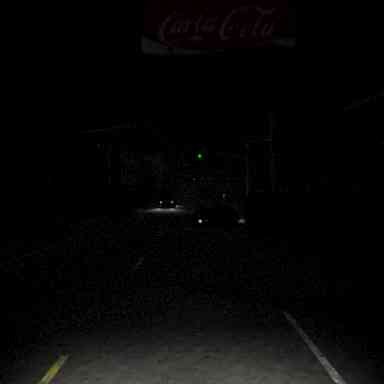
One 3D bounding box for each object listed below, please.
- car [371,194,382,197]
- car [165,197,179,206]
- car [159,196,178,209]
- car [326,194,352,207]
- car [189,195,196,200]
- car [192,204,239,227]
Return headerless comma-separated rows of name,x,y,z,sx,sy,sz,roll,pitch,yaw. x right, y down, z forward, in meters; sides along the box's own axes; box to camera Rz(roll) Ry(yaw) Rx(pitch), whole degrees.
car,38.335,1.304,68.371,1.905,1.878,3.866,0,0,0
car,-3.451,1.579,57.377,2.033,1.411,5.357,0,0,0
car,-3.469,1.378,47.054,2.097,1.767,4.553,0,0,0
car,22.434,1.316,50.957,1.932,1.855,4.605,0,0,0
car,0.077,1.601,91.407,1.994,1.385,4.181,0,0,0
car,1.835,1.685,24.741,1.837,1.490,4.892,-2,0,32
